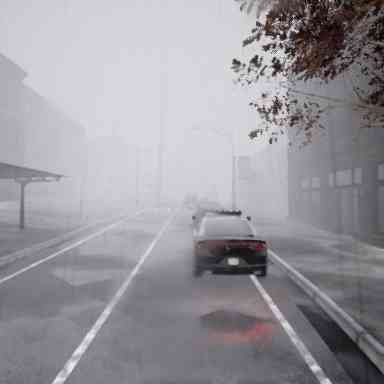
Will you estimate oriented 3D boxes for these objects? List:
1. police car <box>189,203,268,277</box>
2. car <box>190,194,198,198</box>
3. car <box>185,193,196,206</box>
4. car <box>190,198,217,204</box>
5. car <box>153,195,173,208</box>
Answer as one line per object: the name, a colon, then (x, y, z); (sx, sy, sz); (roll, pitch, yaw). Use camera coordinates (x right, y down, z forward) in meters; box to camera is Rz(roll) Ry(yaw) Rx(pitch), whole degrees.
police car: (0.945, 1.366, 10.195); (1.930, 1.638, 5.238); (0, 0, 0)
car: (0.959, 1.231, 26.291); (1.801, 1.575, 5.366); (0, 1, 0)
car: (-0.031, 1.188, 46.409); (1.895, 1.301, 4.718); (0, 0, 0)
car: (0.955, 1.348, 20.095); (1.837, 1.490, 4.892); (0, 1, 0)
car: (-3.491, 1.162, 40.763); (1.812, 1.442, 4.674); (0, 1, 0)
